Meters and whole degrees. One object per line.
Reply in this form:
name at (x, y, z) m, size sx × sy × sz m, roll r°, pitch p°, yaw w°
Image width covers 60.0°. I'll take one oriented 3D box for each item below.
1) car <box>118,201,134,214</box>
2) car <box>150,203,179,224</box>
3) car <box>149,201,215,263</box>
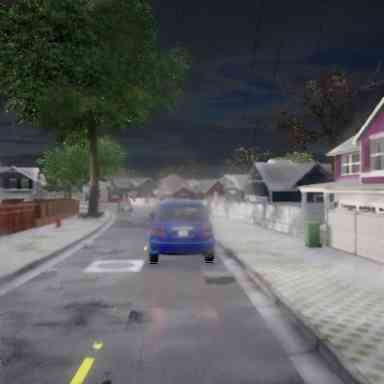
car at (-8.730, 1.995, 43.678) m, size 2.128 × 1.511 × 4.902 m, roll 0°, pitch -1°, yaw -15°
car at (-2.474, 1.796, 28.617) m, size 2.128 × 1.511 × 4.902 m, roll 0°, pitch 0°, yaw -10°
car at (-0.463, 1.357, 12.697) m, size 2.150 × 2.045 × 5.566 m, roll 0°, pitch 0°, yaw -4°
